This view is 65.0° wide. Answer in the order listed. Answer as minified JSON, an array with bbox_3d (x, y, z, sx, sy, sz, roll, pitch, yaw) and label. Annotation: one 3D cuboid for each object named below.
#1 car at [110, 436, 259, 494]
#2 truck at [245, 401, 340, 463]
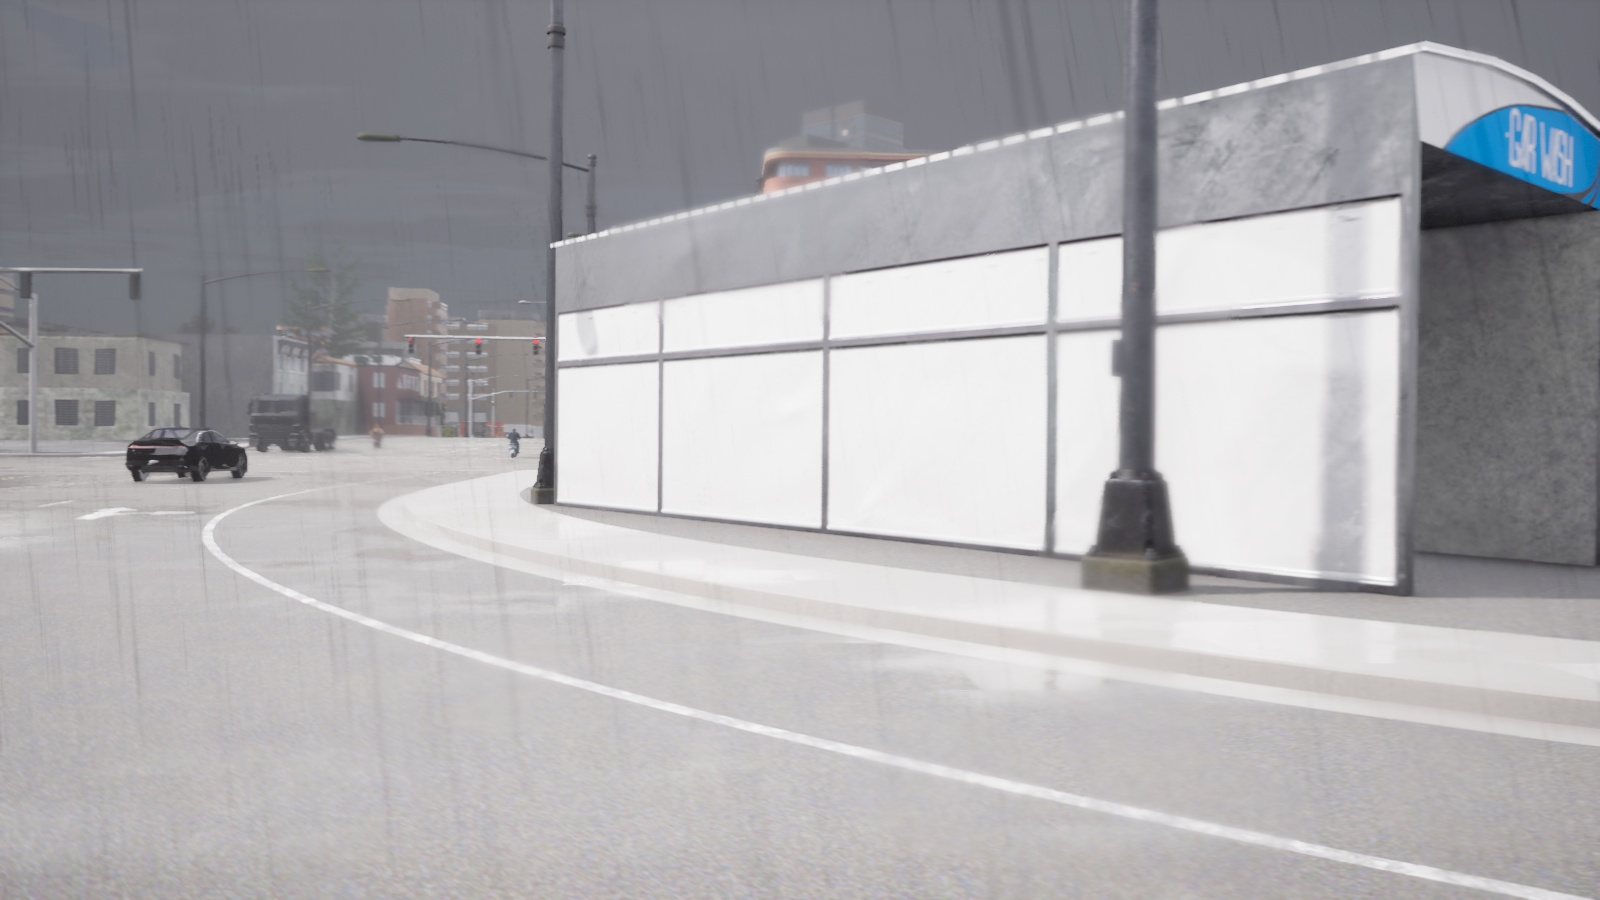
[{"bbox_3d":[-17.327,0.382,35.665,2.128,1.511,4.902,-1,1,-4],"label":"car"},{"bbox_3d":[-29.953,-1.102,74.474,2.891,3.462,7.936,-1,1,-4],"label":"truck"}]
